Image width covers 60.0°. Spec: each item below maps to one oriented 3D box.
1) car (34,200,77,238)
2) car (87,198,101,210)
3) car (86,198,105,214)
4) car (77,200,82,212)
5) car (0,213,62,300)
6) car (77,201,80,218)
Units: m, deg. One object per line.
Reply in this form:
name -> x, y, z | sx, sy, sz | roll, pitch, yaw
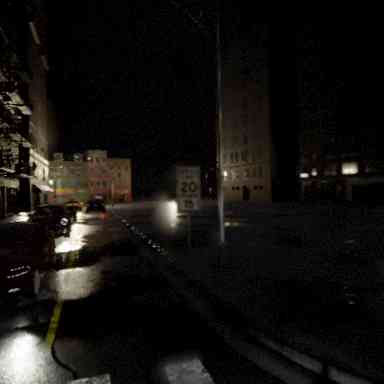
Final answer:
car -> -7.550, 1.471, 17.851 | 2.097, 1.767, 4.553 | -1, 0, -17
car -> -14.343, 1.715, 48.662 | 1.882, 1.535, 5.008 | -1, 0, -17
car -> -11.329, 1.531, 39.073 | 2.097, 1.767, 4.553 | -1, 0, -17
car -> -14.914, 1.728, 42.024 | 1.882, 1.535, 5.008 | -1, 0, -17
car -> -4.733, 1.555, 8.599 | 1.882, 1.535, 5.008 | -1, 0, -16
car -> -10.516, 1.733, 27.460 | 1.994, 1.385, 4.181 | -1, 0, -18
